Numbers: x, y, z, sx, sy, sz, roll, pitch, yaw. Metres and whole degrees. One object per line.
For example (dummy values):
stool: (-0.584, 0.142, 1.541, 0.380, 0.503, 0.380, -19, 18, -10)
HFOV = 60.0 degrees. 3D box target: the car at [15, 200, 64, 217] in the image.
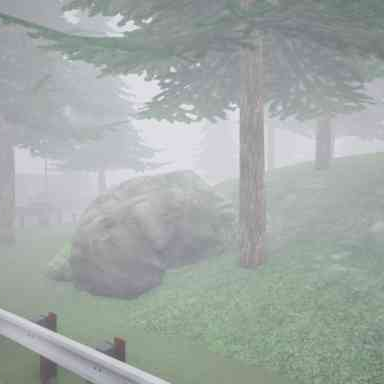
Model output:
car: (-13.241, 1.485, 27.919, 1.837, 1.490, 4.892, 0, 1, 35)
